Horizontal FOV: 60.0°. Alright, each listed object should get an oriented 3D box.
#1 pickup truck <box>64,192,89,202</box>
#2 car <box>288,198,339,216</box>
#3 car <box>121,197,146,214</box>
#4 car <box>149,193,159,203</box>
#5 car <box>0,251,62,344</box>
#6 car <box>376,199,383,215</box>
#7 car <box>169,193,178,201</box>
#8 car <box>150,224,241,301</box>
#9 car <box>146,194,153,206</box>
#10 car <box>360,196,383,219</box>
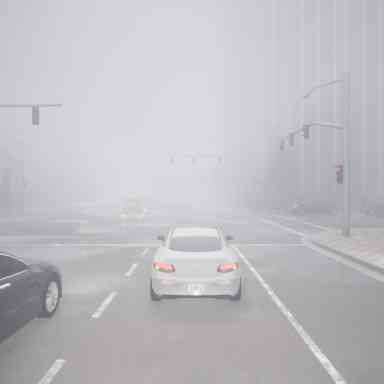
[{"bbox_3d":[-24.658,1.058,70.241,2.390,2.098,6.274,0,0,30],"label":"pickup truck"},{"bbox_3d":[11.772,1.352,32.482,4.553,1.767,2.097,0,0,0],"label":"car"},{"bbox_3d":[-6.493,1.351,35.732,2.097,1.767,4.553,0,0,-14],"label":"car"},{"bbox_3d":[-8.017,1.223,68.820,2.150,2.045,5.566,0,0,-1],"label":"car"},{"bbox_3d":[-3.436,1.505,4.538,1.837,1.490,4.892,0,0,0],"label":"car"},{"bbox_3d":[20.998,1.478,32.548,5.008,1.535,1.882,0,0,0],"label":"car"},{"bbox_3d":[-4.747,1.225,85.462,2.150,2.045,5.566,0,0,-1],"label":"car"},{"bbox_3d":[0.078,1.526,8.188,1.812,1.442,4.674,0,0,0],"label":"car"},{"bbox_3d":[-7.871,1.492,51.895,2.128,1.511,4.902,0,0,-1],"label":"car"},{"bbox_3d":[17.711,1.221,29.026,5.566,2.045,2.150,0,0,0],"label":"car"}]
